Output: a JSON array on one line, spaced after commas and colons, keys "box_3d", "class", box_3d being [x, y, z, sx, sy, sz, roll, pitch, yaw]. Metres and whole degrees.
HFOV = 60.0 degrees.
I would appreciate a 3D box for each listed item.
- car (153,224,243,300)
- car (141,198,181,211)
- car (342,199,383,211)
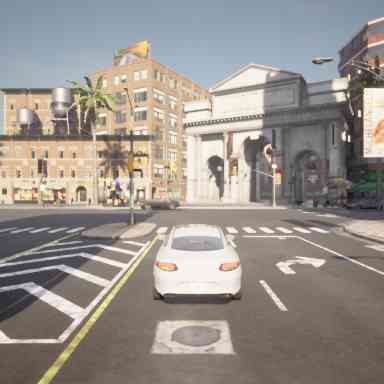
[{"box_3d": [0.108, 1.526, 8.276, 1.812, 1.442, 4.674, 0, 0, 0], "class": "car"}, {"box_3d": [-3.784, 1.491, 40.619, 4.902, 1.511, 2.128, 0, 0, 1], "class": "car"}, {"box_3d": [21.155, 1.547, 40.372, 5.357, 1.411, 2.033, 0, 0, 1], "class": "car"}]
